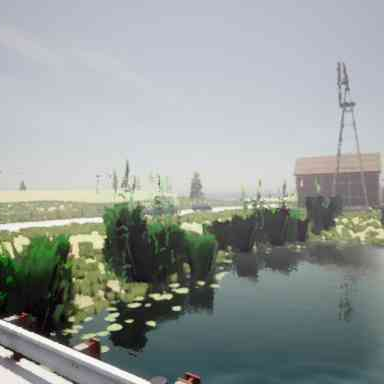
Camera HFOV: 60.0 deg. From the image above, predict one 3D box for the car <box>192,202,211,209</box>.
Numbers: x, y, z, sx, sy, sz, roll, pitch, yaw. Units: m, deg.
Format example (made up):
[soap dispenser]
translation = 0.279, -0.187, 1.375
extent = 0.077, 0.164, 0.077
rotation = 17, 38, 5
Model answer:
[car]
translation = 1.911, 2.695, 61.845
extent = 2.097, 1.767, 4.553
rotation = -1, -1, 34
